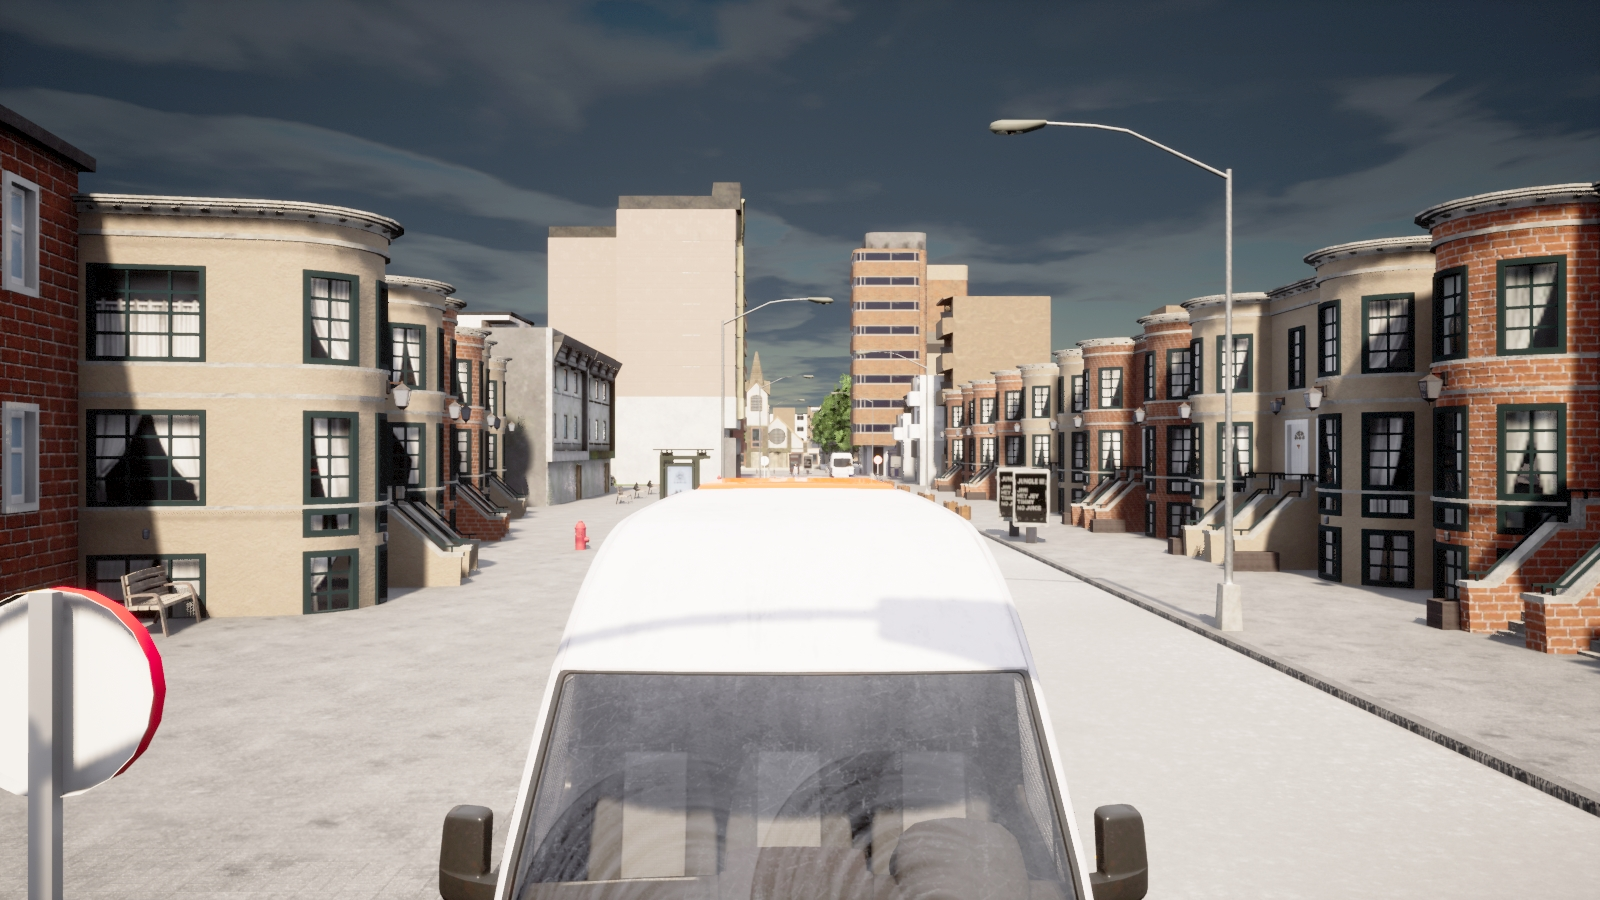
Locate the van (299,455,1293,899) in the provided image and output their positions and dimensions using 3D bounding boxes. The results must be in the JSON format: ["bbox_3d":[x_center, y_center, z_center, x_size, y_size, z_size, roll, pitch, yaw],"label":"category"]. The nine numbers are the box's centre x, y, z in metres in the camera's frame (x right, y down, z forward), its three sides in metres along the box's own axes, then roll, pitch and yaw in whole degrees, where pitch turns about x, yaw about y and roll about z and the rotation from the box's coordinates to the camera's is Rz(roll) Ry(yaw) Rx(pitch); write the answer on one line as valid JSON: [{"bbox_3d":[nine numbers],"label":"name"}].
[{"bbox_3d":[-0.019,1.314,5.243,1.988,2.561,5.915,0,0,0],"label":"van"}]
